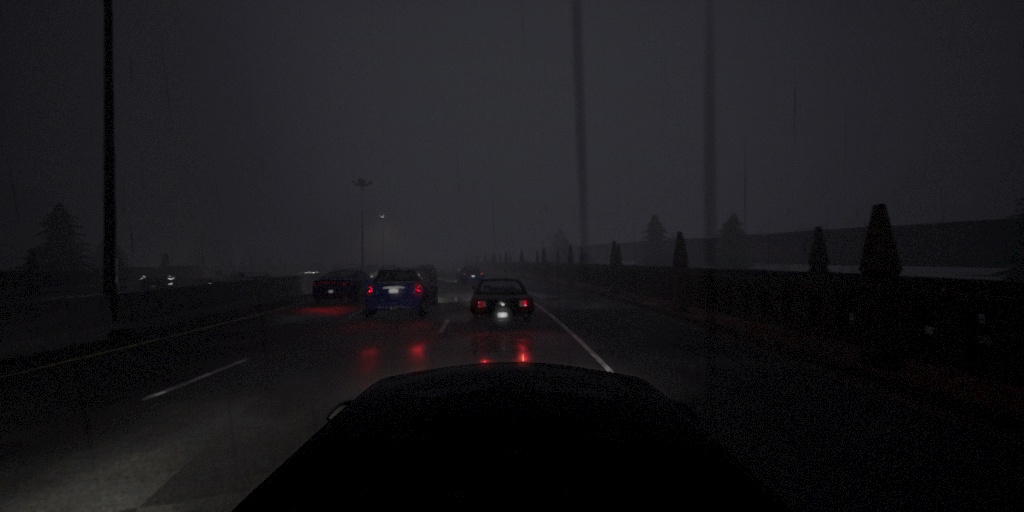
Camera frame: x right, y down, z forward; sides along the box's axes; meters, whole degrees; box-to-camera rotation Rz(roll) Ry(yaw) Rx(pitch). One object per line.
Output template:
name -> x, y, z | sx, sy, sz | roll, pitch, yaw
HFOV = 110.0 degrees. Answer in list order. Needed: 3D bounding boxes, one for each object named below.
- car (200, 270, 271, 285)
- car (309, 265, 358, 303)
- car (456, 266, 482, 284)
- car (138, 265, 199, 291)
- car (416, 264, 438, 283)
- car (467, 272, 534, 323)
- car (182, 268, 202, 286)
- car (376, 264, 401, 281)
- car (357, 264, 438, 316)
car -> -16.090, 1.610, 21.659 | 1.895, 1.301, 4.718 | 0, -1, -12
car -> -8.166, 1.399, 17.948 | 1.882, 1.535, 5.008 | 0, 0, -8
car -> -3.448, 1.536, 29.649 | 1.994, 1.385, 4.181 | 0, 0, -13
car -> -24.275, 1.464, 25.878 | 2.097, 1.767, 4.553 | 0, 0, -14
car -> -7.794, 1.534, 32.560 | 1.837, 1.490, 4.892 | 0, 0, -15
car -> -0.456, 1.432, 12.586 | 1.895, 1.301, 4.718 | 0, 0, -5
car -> -20.517, 1.678, 25.380 | 1.895, 1.301, 4.718 | 0, -1, -14
car -> -12.557, 1.592, 36.731 | 2.128, 1.511, 4.902 | 0, 0, -15
car -> -4.185, 1.218, 14.157 | 2.097, 1.767, 4.553 | 0, 0, -6
